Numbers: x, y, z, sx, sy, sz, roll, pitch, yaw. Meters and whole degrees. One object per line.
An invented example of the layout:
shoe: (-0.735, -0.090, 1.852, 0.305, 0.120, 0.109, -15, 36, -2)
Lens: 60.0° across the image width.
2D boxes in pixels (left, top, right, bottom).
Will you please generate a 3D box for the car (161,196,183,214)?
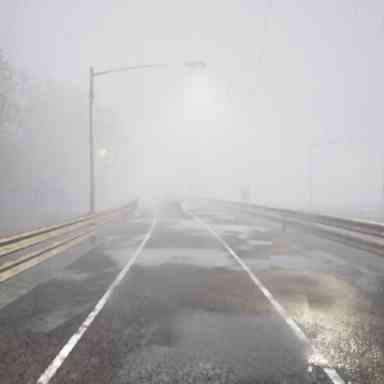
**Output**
car: (-1.986, 1.511, 34.724, 1.812, 1.442, 4.674, 0, 0, -6)

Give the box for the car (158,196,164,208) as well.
car: (-3.608, 1.328, 47.033, 2.097, 1.767, 4.553, 0, 0, -8)
